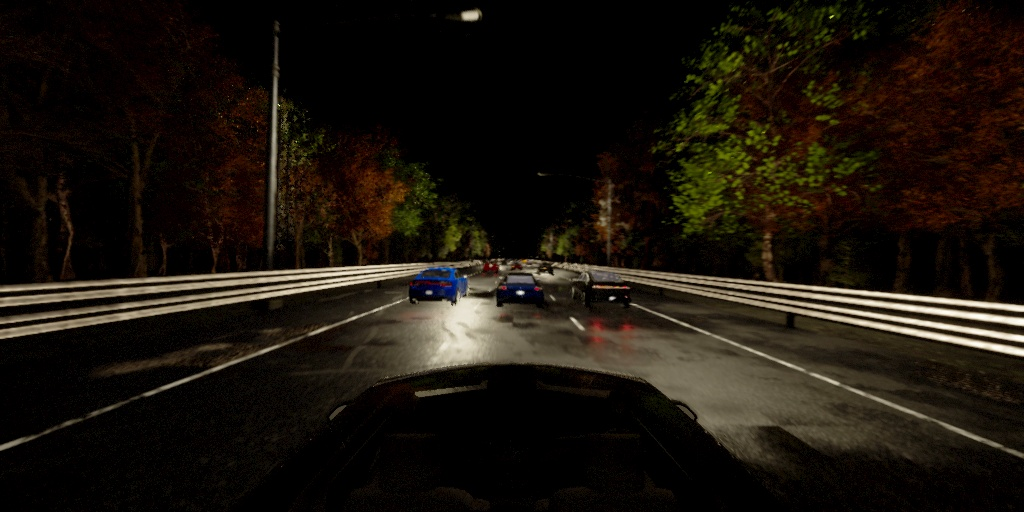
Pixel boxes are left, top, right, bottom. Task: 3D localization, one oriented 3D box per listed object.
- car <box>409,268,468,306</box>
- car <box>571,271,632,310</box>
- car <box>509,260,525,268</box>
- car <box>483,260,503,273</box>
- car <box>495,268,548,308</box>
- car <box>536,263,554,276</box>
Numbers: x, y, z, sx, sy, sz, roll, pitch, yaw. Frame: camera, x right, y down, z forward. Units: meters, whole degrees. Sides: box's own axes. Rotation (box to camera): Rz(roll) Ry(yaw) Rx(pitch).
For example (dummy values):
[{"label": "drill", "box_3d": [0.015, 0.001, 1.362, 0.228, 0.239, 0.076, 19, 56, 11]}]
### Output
[{"label": "car", "box_3d": [-3.142, 1.265, 16.195, 1.882, 1.535, 5.008, 1, 0, 1]}, {"label": "car", "box_3d": [3.856, 1.436, 16.108, 2.128, 1.511, 4.902, 1, 0, 1]}, {"label": "car", "box_3d": [0.824, 1.787, 61.207, 1.895, 1.301, 4.718, 1, 0, 1]}, {"label": "car", "box_3d": [-2.794, 1.379, 49.150, 2.097, 1.767, 4.553, 1, 0, 1]}, {"label": "car", "box_3d": [0.354, 1.429, 16.109, 1.994, 1.385, 4.181, 1, 0, 1]}, {"label": "car", "box_3d": [4.158, 1.664, 45.164, 1.837, 1.490, 4.892, 1, 0, 1]}]
